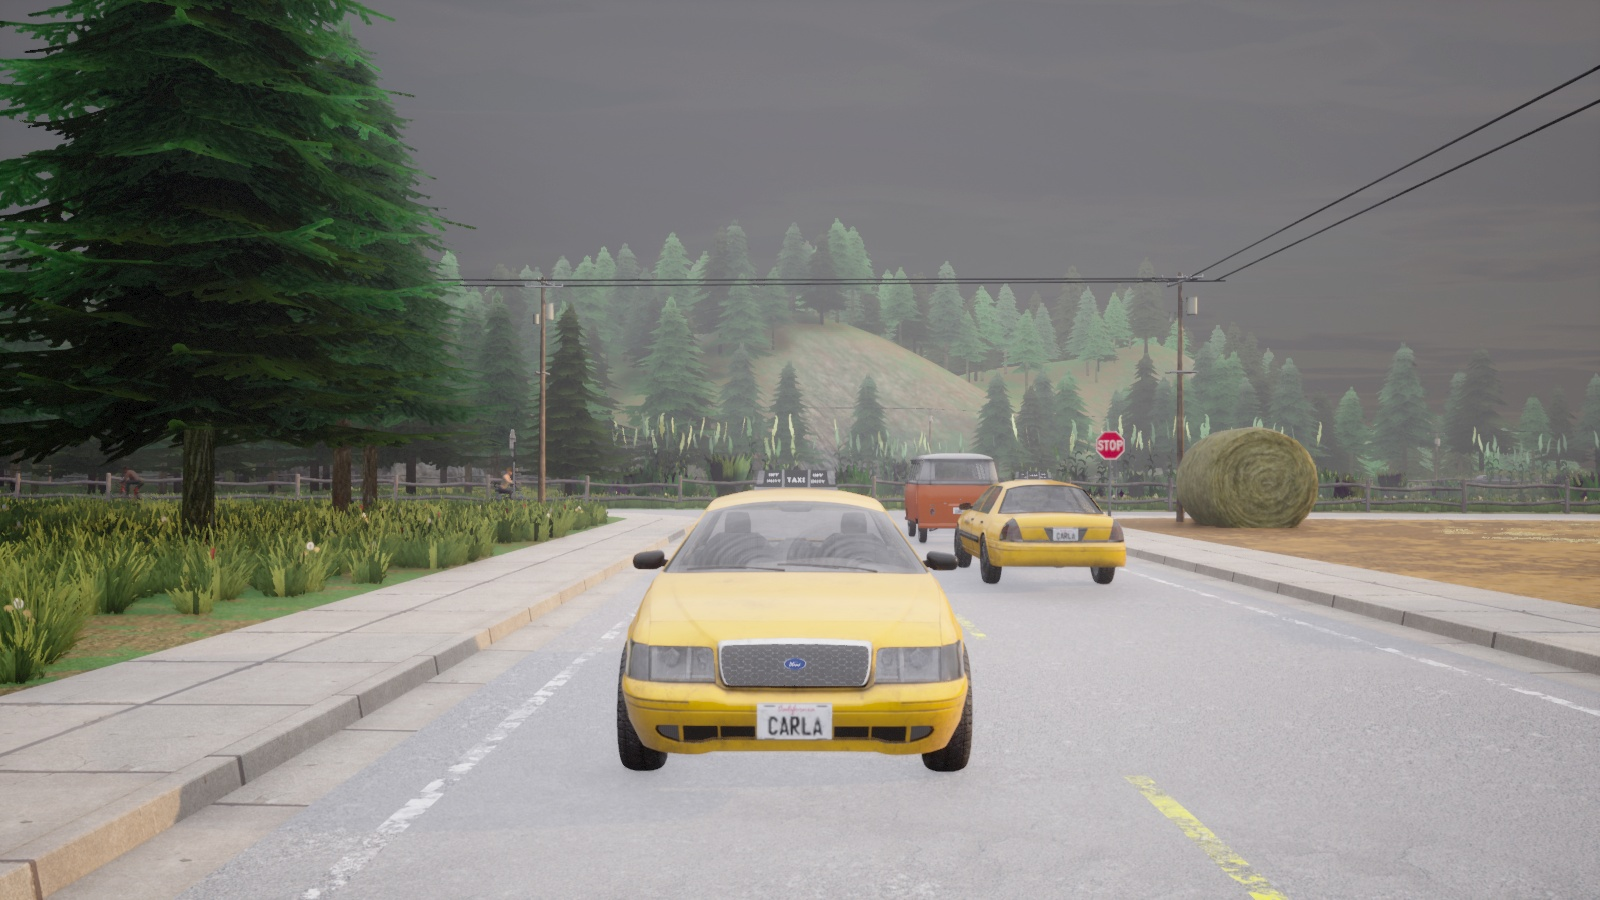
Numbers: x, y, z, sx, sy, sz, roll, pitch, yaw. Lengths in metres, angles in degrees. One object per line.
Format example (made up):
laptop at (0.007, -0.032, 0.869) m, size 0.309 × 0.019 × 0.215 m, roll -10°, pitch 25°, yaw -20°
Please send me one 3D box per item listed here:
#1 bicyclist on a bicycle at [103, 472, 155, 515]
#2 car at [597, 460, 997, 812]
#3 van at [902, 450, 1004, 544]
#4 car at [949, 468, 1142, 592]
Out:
bicyclist on a bicycle at (-25.465, 1.636, 47.638) m, size 1.656 × 1.620 × 0.582 m, roll -1°, pitch -1°, yaw 1°
car at (-0.022, 0.898, 8.349) m, size 1.801 × 1.575 × 5.366 m, roll 0°, pitch -1°, yaw 0°
van at (3.424, 1.038, 28.899) m, size 1.775 × 1.987 × 4.442 m, roll 0°, pitch -1°, yaw 0°
car at (3.451, 1.055, 18.682) m, size 1.801 × 1.575 × 5.366 m, roll 0°, pitch -1°, yaw 0°
